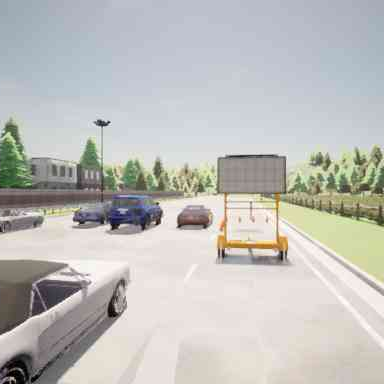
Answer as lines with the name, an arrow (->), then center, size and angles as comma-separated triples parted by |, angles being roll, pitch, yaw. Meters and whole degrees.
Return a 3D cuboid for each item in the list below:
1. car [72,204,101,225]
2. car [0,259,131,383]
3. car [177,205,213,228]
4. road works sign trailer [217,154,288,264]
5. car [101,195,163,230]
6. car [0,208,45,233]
car -> -6.583, 1.555, 23.980 | 2.033, 1.411, 5.357 | 0, 0, 9
car -> -2.418, 1.602, 4.621 | 1.895, 1.301, 4.718 | 0, 0, 9
car -> 0.263, 1.570, 22.443 | 1.994, 1.385, 4.181 | 0, 0, 9
road works sign trailer -> 2.125, 0.467, 11.965 | 2.380, 3.560, 2.880 | 0, 0, 9
car -> -3.459, 1.229, 21.223 | 2.150, 2.045, 5.566 | 0, 0, 9
car -> -10.786, 1.608, 19.584 | 1.895, 1.301, 4.718 | 0, 0, 9
